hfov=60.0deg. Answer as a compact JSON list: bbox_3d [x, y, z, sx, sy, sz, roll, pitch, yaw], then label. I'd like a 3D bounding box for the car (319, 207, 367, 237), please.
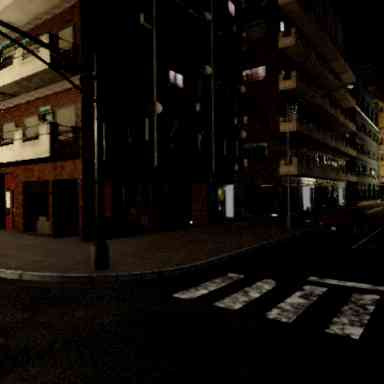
[{"bbox_3d":[8.148,1.508,17.859,1.887,1.381,4.507,-1,0,36],"label":"car"}]
